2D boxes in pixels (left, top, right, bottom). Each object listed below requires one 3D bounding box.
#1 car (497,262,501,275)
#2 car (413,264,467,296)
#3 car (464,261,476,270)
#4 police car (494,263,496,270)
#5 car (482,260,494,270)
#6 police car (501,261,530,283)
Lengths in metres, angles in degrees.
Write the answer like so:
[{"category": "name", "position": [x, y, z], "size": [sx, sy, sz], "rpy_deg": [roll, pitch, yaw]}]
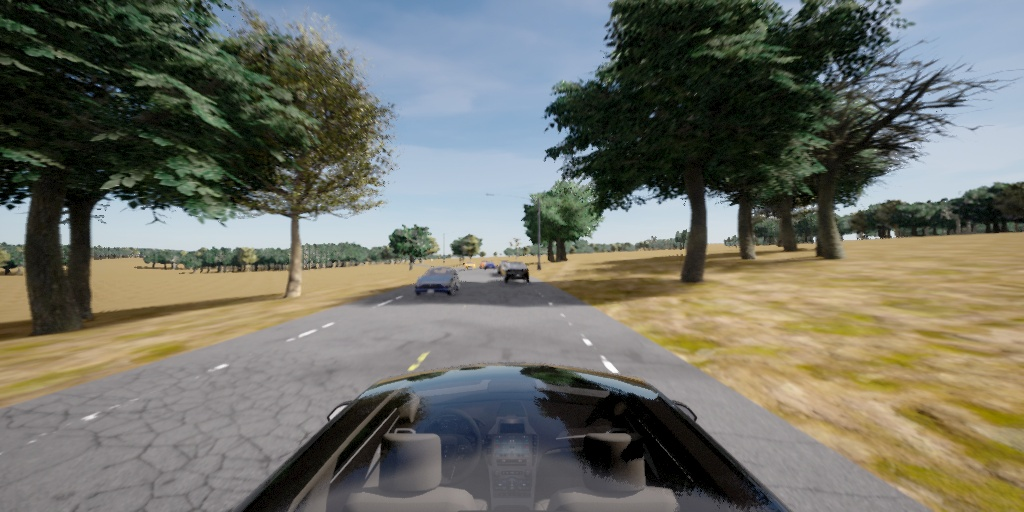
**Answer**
[{"category": "car", "position": [-0.347, 1.373, 39.362], "size": [1.801, 1.575, 5.366], "rpy_deg": [0, 0, -4]}, {"category": "car", "position": [-3.916, 1.320, 19.642], "size": [2.033, 1.411, 5.357], "rpy_deg": [0, 0, -2]}, {"category": "car", "position": [-7.207, 1.654, 61.984], "size": [1.882, 1.535, 5.008], "rpy_deg": [0, -1, -6]}, {"category": "police car", "position": [-0.835, 1.396, 45.297], "size": [1.930, 1.638, 5.238], "rpy_deg": [0, 0, -5]}, {"category": "car", "position": [-4.020, 1.730, 64.980], "size": [1.812, 1.442, 4.674], "rpy_deg": [0, -1, -8]}, {"category": "police car", "position": [0.317, 1.254, 29.246], "size": [1.930, 1.638, 5.238], "rpy_deg": [0, 0, -3]}]
